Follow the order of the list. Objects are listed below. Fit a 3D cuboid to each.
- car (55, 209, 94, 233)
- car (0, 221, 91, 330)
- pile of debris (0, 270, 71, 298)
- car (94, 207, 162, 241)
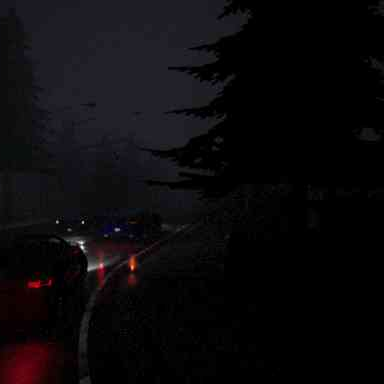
[{"bbox_3d":[-6.108,1.675,19.637,1.895,1.301,4.718,0,0,9],"label":"car"},{"bbox_3d":[-3.470,1.561,6.968,1.994,1.385,4.181,0,0,-11],"label":"car"},{"bbox_3d":[-3.957,2.178,8.018,1.500,0.140,1.860,0,0,-4],"label":"pile of debris"},{"bbox_3d":[-2.879,1.483,16.856,1.882,1.535,5.008,0,0,8],"label":"car"}]
